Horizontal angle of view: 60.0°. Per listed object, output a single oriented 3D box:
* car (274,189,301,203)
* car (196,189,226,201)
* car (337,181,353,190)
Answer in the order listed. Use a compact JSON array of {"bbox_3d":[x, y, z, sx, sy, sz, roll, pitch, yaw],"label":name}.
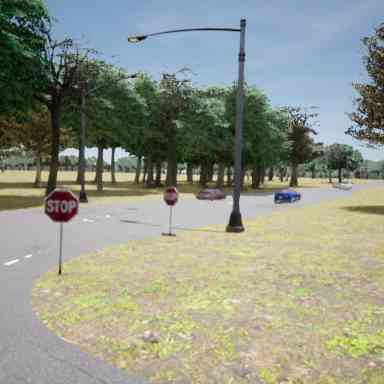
[{"bbox_3d":[11.430,0.383,39.484,1.882,1.535,5.008,4,4,36],"label":"car"},{"bbox_3d":[2.227,0.312,38.684,1.994,1.385,4.181,4,5,36],"label":"car"},{"bbox_3d":[38.885,-1.657,83.393,2.150,2.045,5.566,4,4,36],"label":"car"}]
